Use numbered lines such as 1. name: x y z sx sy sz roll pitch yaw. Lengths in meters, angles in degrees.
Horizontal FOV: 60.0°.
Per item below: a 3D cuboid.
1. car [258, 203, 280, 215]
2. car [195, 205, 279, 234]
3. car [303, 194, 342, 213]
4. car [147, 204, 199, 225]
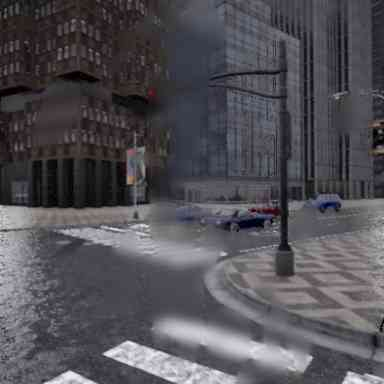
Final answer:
1. car: 7.062 1.685 31.814 4.718 1.301 1.895 0 0 -39
2. car: 2.763 1.666 19.667 4.718 1.301 1.895 0 0 -39
3. car: 15.057 1.275 38.300 5.566 2.045 2.150 0 0 -39
4. car: -0.760 1.666 25.479 5.357 1.411 2.033 0 0 -39
